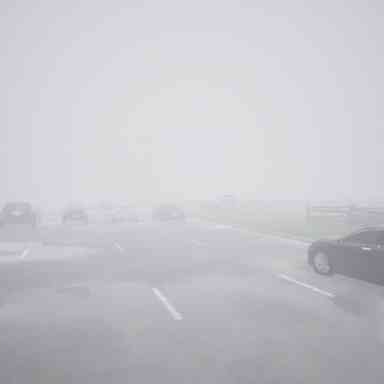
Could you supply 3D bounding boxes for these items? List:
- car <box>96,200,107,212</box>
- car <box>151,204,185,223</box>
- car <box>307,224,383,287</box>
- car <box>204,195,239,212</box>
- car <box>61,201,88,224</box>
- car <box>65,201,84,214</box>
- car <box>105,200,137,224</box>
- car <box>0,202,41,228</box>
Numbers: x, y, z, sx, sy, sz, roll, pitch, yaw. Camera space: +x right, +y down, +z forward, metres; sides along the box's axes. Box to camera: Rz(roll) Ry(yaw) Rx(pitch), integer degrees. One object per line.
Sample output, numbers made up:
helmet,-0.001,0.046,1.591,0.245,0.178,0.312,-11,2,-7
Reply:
car,-10.769,1.686,40.951,1.812,1.442,4.674,0,0,-20
car,-2.001,1.647,26.801,1.994,1.385,4.181,0,0,-20
car,4.788,1.505,7.784,1.837,1.490,4.892,0,0,-20
car,3.402,1.303,37.895,3.866,1.878,1.905,0,0,-20
car,-9.114,1.637,25.875,1.812,1.442,4.674,0,0,-20
car,-13.465,1.727,38.090,1.994,1.385,4.181,0,0,-20
car,-5.511,1.622,26.213,1.812,1.442,4.674,0,0,-20
car,-11.887,1.467,23.259,2.097,1.767,4.553,0,0,-20
